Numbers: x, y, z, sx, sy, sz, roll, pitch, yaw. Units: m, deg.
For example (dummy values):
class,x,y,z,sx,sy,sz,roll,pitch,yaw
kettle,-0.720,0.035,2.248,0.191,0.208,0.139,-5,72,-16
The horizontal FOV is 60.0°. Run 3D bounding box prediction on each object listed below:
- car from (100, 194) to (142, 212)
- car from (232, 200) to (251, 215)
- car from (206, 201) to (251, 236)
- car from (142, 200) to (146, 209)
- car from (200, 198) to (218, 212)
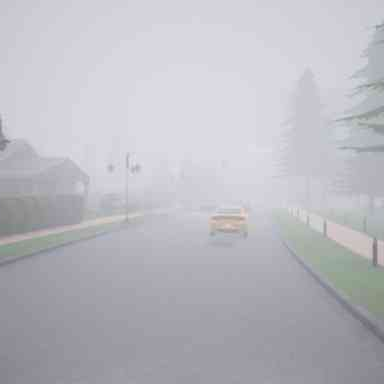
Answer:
class,x,y,z,sx,sy,sz,roll,pitch,yaw
car,-7.596,1.134,34.556,3.866,1.878,1.905,0,0,11
car,5.325,1.611,35.363,1.895,1.301,4.718,0,0,10
car,2.153,1.481,18.463,1.882,1.535,5.008,0,0,10
car,-7.508,1.131,37.099,4.605,1.855,1.932,0,0,11
car,2.097,1.502,37.841,1.837,1.490,4.892,0,0,11
